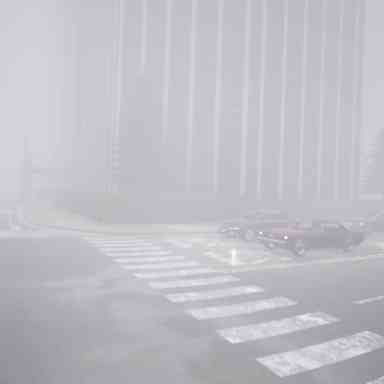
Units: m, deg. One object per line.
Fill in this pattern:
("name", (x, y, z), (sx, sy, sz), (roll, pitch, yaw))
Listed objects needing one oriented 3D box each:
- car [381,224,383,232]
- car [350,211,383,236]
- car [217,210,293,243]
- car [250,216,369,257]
("car", (13.088, 2.043, 18.545), (4.892, 1.490, 1.837), (2, 0, -28))
("car", (11.740, 1.990, 21.795), (4.902, 1.511, 2.128), (2, 0, -28))
("car", (3.631, 1.717, 17.399), (4.892, 1.490, 1.837), (2, 0, -29))
("car", (5.076, 1.856, 14.202), (4.718, 1.301, 1.895), (2, 0, -28))
